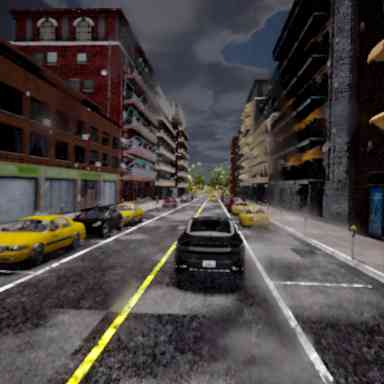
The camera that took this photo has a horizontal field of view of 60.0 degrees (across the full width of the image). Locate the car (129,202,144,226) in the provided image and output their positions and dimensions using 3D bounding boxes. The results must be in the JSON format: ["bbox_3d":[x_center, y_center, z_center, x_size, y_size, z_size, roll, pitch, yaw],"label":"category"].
[{"bbox_3d":[-4.365,1.356,22.079,1.752,1.417,4.829,0,0,4],"label":"car"}]

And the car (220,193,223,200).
[{"bbox_3d":[6.919,1.507,65.841,2.008,1.369,4.403,0,0,4],"label":"car"}]

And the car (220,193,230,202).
[{"bbox_3d":[7.649,1.255,76.865,2.192,1.841,5.009,0,0,4],"label":"car"}]

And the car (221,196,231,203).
[{"bbox_3d":[7.284,1.514,71.354,1.947,1.339,4.313,0,0,4],"label":"car"}]

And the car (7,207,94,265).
[{"bbox_3d":[-5.094,1.374,11.055,1.752,1.417,4.829,0,0,4],"label":"car"}]

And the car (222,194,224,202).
[{"bbox_3d":[5.828,1.422,49.304,1.967,1.590,4.097,0,0,4],"label":"car"}]

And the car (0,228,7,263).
[{"bbox_3d":[-5.446,1.297,5.713,1.967,1.590,4.097,0,0,4],"label":"car"}]

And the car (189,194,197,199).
[{"bbox_3d":[0.377,1.271,93.905,2.008,1.369,4.403,0,0,4],"label":"car"}]

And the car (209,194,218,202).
[{"bbox_3d":[4.782,1.353,74.040,1.882,1.535,5.008,1,0,4],"label":"car"}]

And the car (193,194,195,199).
[{"bbox_3d":[-1.079,1.305,71.857,2.008,1.369,4.403,0,0,4],"label":"car"}]

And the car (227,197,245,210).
[{"bbox_3d":[4.757,1.532,32.937,1.752,1.417,4.829,0,0,4],"label":"car"}]

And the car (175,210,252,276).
[{"bbox_3d":[0.576,1.497,10.360,1.837,1.490,4.892,1,-1,4],"label":"car"}]

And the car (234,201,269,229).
[{"bbox_3d":[3.986,1.548,21.916,1.752,1.417,4.829,0,0,4],"label":"car"}]

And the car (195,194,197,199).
[{"bbox_3d":[-0.714,1.061,77.369,2.192,1.841,5.009,0,0,4],"label":"car"}]

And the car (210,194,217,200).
[{"bbox_3d":[5.470,1.264,84.435,1.812,1.442,4.674,1,0,4],"label":"car"}]

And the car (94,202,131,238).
[{"bbox_3d":[-4.719,1.405,16.737,1.947,1.339,4.313,0,0,4],"label":"car"}]

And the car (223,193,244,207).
[{"bbox_3d":[5.106,1.314,38.280,2.192,1.841,5.009,0,0,4],"label":"car"}]

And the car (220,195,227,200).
[{"bbox_3d":[8.751,1.439,93.572,1.752,1.417,4.829,0,0,4],"label":"car"}]

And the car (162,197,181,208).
[{"bbox_3d":[-2.899,1.379,44.297,1.802,1.307,4.206,0,0,4],"label":"car"}]

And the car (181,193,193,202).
[{"bbox_3d":[-1.442,1.314,66.346,2.008,1.369,4.403,0,0,4],"label":"car"}]
